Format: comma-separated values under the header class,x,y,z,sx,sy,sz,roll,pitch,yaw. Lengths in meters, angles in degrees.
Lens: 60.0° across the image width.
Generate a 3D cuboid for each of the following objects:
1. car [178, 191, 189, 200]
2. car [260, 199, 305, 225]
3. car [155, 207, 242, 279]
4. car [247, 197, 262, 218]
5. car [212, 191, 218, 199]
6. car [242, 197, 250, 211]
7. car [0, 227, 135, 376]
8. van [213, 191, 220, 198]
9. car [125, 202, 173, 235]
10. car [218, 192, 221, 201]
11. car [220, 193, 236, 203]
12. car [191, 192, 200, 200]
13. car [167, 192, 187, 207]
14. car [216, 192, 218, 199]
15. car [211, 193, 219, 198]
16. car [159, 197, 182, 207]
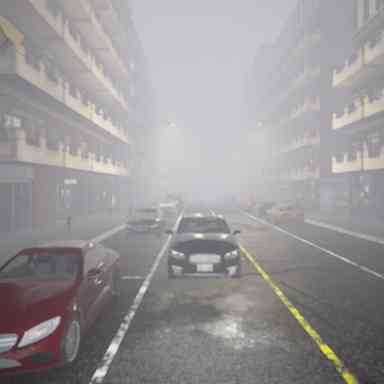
class,x,y,z,sx,sy,sz,roll,pitch,yaw
car,-1.911,0.820,72.844,2.192,1.841,5.009,-1,0,0
car,6.170,1.371,22.520,1.752,1.417,4.829,-1,0,0
car,0.321,1.423,9.927,2.128,1.511,4.902,0,0,1
car,6.203,1.374,27.952,1.947,1.339,4.313,-1,0,0
car,6.504,0.909,78.368,1.967,1.590,4.097,-1,0,0
car,6.235,1.210,33.553,1.967,1.590,4.097,-1,0,0
car,-2.311,1.542,5.624,1.802,1.307,4.206,-1,0,0
van,6.570,0.736,89.570,1.690,1.788,3.998,-1,0,0
car,-2.244,1.435,16.828,2.008,1.369,4.403,-1,0,0
car,6.404,1.132,61.563,2.008,1.369,4.403,-1,0,0
car,6.371,1.185,55.961,1.947,1.339,4.313,-1,0,0
car,0.811,0.837,75.865,2.097,1.767,4.553,0,0,0
car,-2.113,1.046,39.233,2.192,1.841,5.009,-1,0,0
car,6.439,1.068,67.335,1.752,1.417,4.829,-1,0,0
car,6.607,0.909,95.173,2.008,1.369,4.403,-1,0,0
car,-2.177,1.358,28.031,2.008,1.369,4.403,-1,0,0
